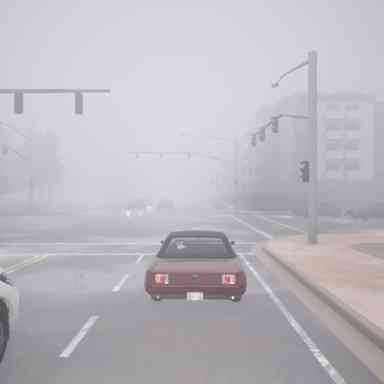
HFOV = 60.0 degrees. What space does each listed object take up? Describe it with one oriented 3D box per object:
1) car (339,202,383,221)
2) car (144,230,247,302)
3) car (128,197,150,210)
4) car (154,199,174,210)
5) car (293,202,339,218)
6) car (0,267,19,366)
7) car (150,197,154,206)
[{"bbox_3d":[15.286,1.547,26.998,5.357,1.411,2.033,0,0,-3],"label":"car"},{"bbox_3d":[0.133,1.601,8.248,1.895,1.301,4.718,0,0,2],"label":"car"},{"bbox_3d":[-7.078,1.477,43.439,1.882,1.535,5.008,0,0,0],"label":"car"},{"bbox_3d":[-3.403,1.564,43.907,1.994,1.385,4.181,0,0,0],"label":"car"},{"bbox_3d":[11.360,1.564,30.287,4.181,1.385,1.994,0,0,-2],"label":"car"},{"bbox_3d":[-3.454,1.221,2.177,2.150,2.045,5.566,0,0,1],"label":"car"},{"bbox_3d":[-7.075,1.491,53.344,2.128,1.511,4.902,0,0,0],"label":"car"}]
